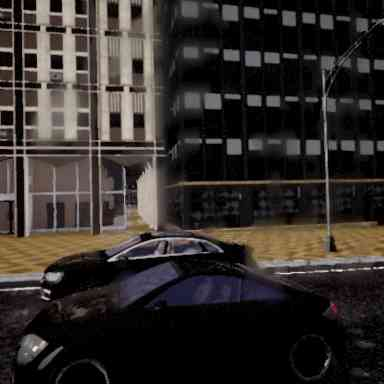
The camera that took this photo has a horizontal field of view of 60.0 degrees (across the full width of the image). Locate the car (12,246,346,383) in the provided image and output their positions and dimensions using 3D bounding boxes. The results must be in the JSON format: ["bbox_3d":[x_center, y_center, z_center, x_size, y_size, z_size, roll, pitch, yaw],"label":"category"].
[{"bbox_3d":[-0.116,1.689,4.661,4.181,1.385,1.994,0,-1,-12],"label":"car"}]

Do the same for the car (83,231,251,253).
[{"bbox_3d":[-0.867,1.702,7.825,4.902,1.511,2.128,0,-1,-12],"label":"car"}]
